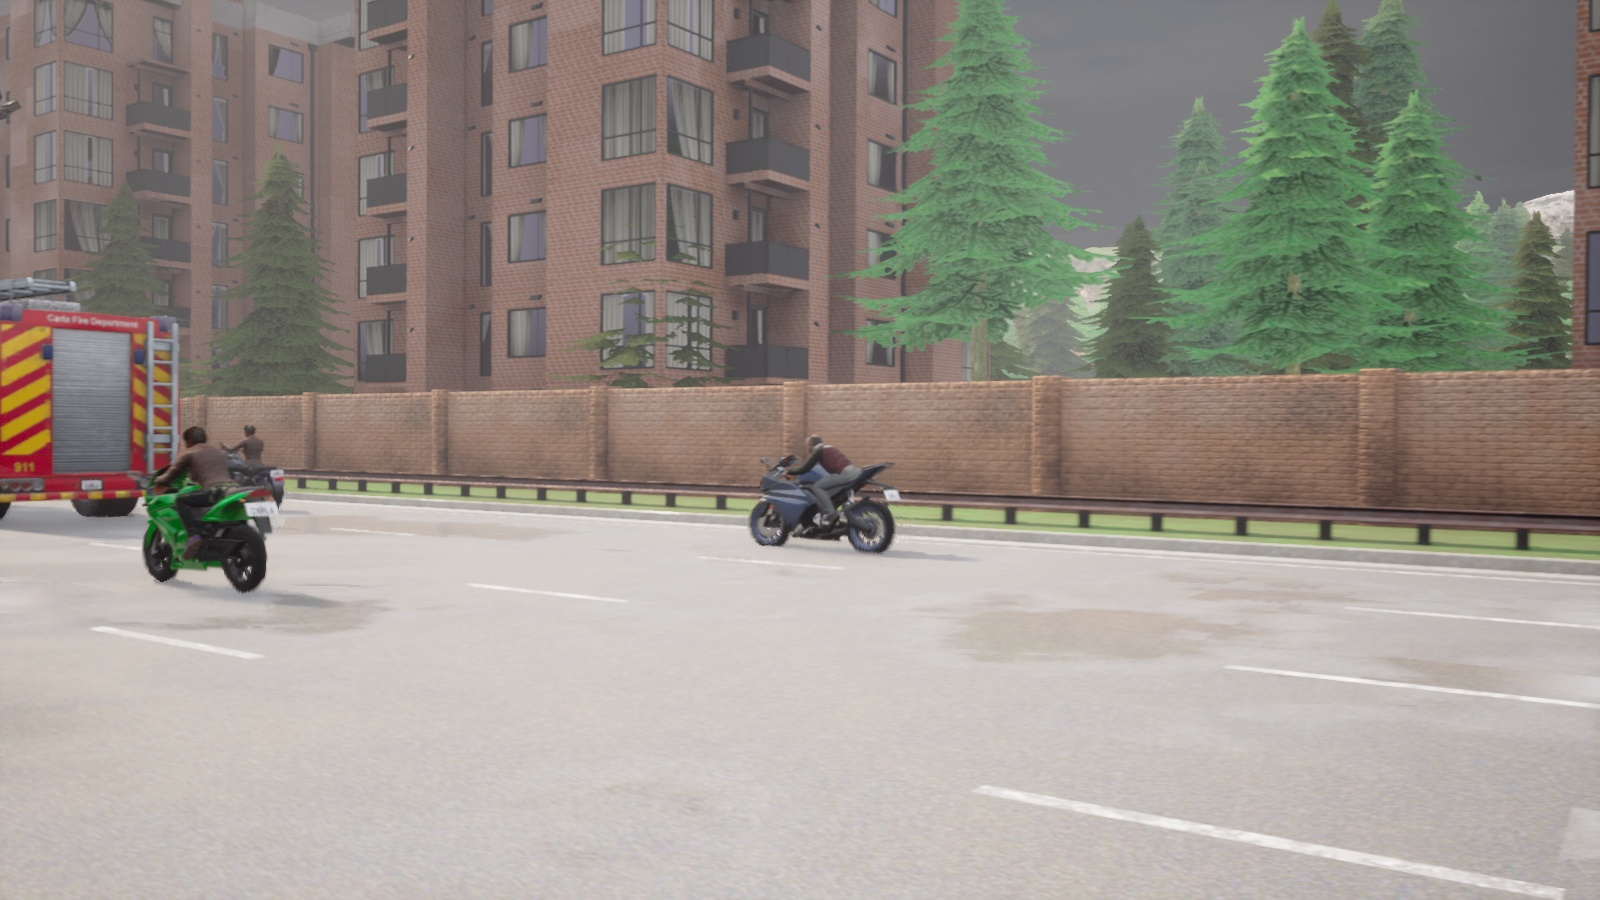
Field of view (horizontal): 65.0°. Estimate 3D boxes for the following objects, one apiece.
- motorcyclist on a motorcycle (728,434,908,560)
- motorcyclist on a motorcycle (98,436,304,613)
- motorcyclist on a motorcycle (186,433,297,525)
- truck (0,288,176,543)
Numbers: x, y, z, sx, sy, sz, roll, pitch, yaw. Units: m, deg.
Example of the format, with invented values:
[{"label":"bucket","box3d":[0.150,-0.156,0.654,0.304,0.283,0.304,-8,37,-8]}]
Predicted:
[{"label":"motorcyclist on a motorcycle","box3d":[0.213,0.574,16.236,2.191,1.530,0.866,0,1,34]},{"label":"motorcyclist on a motorcycle","box3d":[-5.624,0.640,11.748,2.044,1.523,0.797,0,1,34]},{"label":"motorcyclist on a motorcycle","box3d":[-10.488,0.525,23.555,2.350,1.649,0.766,0,1,34]},{"label":"truck","box3d":[-14.793,-0.526,22.238,8.468,3.827,2.891,0,1,34]}]
